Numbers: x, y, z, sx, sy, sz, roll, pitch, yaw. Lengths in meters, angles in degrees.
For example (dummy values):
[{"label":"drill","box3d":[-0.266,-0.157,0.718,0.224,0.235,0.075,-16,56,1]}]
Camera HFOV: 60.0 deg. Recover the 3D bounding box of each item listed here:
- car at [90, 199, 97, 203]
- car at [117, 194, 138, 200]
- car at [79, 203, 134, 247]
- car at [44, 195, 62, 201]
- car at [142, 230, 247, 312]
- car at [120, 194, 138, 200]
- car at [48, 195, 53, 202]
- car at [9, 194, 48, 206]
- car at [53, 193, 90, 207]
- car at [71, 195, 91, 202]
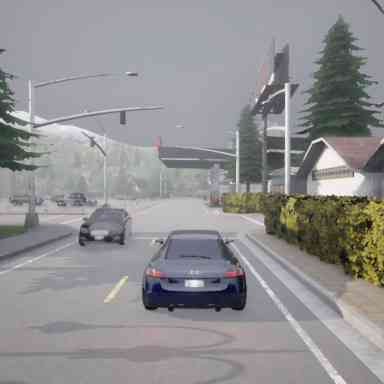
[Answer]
[{"label":"car","box3d":[-16.180,1.361,49.711,3.806,1.475,1.970,0,0,-1]},{"label":"car","box3d":[-16.433,1.330,83.967,5.027,1.636,2.152,0,0,-1]},{"label":"car","box3d":[-3.763,1.497,15.239,2.128,1.511,4.902,0,0,-5]},{"label":"car","box3d":[-35.099,1.384,84.005,3.806,1.475,1.970,0,0,-1]},{"label":"car","box3d":[0.059,1.564,7.798,1.994,1.385,4.181,0,0,1]},{"label":"car","box3d":[-16.503,1.339,87.104,4.514,1.523,2.007,0,0,-1]},{"label":"car","box3d":[-24.021,1.298,62.084,4.514,1.523,2.007,0,0,-1]},{"label":"car","box3d":[-24.659,1.097,49.623,4.605,1.855,1.932,0,0,-1]},{"label":"car","box3d":[-16.772,1.077,46.383,3.866,1.878,1.905,0,0,-1]},{"label":"car","box3d":[-24.037,1.320,72.076,3.633,1.501,1.845,0,0,-1]}]
